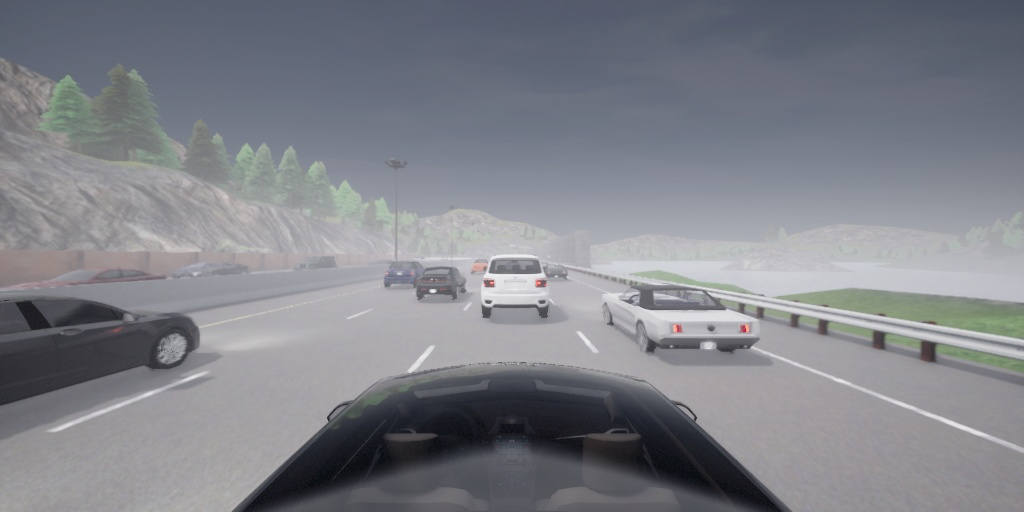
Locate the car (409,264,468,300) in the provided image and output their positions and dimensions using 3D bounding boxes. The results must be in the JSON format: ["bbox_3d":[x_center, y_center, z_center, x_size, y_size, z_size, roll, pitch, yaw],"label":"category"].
[{"bbox_3d":[-3.403,1.258,17.859,1.837,1.490,4.892,0,0,0],"label":"car"}]

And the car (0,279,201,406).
[{"bbox_3d":[-6.902,1.256,4.864,1.837,1.490,4.892,0,0,0],"label":"car"}]

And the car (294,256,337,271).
[{"bbox_3d":[-21.101,0.982,38.789,2.150,2.045,5.566,0,0,0],"label":"car"}]

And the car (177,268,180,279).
[{"bbox_3d":[-28.092,1.282,32.535,1.812,1.442,4.674,0,0,0],"label":"car"}]

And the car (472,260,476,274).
[{"bbox_3d":[-3.409,1.109,41.330,2.097,1.767,4.553,0,0,0],"label":"car"}]

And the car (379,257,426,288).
[{"bbox_3d":[-6.906,1.106,24.118,2.097,1.767,4.553,0,0,0],"label":"car"}]

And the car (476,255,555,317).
[{"bbox_3d":[0.098,0.974,13.272,2.150,2.045,5.566,0,0,0],"label":"car"}]

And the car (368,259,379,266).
[{"bbox_3d":[-17.606,1.261,49.229,1.837,1.490,4.892,0,1,-1],"label":"car"}]

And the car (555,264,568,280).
[{"bbox_3d":[3.595,1.356,31.210,1.895,1.301,4.718,0,0,0],"label":"car"}]

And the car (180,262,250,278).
[{"bbox_3d":[-24.601,1.248,30.336,2.128,1.511,4.902,0,0,0],"label":"car"}]

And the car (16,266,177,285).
[{"bbox_3d":[-17.604,1.231,15.208,1.882,1.535,5.008,0,0,0],"label":"car"}]

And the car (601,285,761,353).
[{"bbox_3d":[3.605,1.352,8.784,1.895,1.301,4.718,0,0,0],"label":"car"}]
